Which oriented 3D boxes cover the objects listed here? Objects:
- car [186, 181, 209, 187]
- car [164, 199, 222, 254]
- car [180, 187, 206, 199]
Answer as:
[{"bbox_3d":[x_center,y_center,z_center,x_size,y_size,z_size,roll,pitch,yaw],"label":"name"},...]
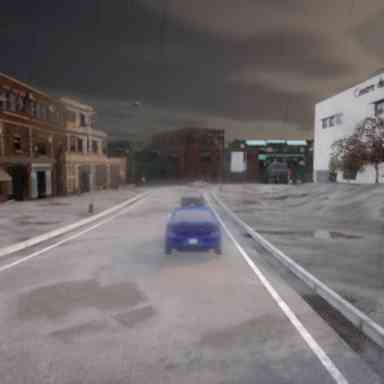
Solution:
[{"bbox_3d":[1.022,-1.395,60.163,1.895,1.301,4.718,3,5,36],"label":"car"},{"bbox_3d":[0.055,1.274,12.622,1.882,1.535,5.008,0,2,0],"label":"car"},{"bbox_3d":[0.055,0.666,27.396,1.882,1.535,5.008,0,4,0],"label":"car"}]
